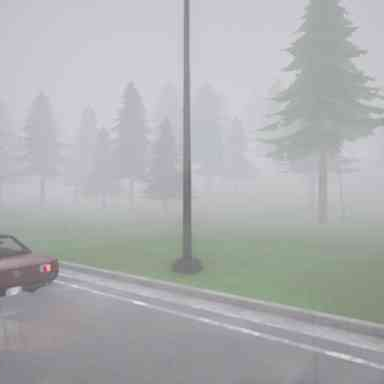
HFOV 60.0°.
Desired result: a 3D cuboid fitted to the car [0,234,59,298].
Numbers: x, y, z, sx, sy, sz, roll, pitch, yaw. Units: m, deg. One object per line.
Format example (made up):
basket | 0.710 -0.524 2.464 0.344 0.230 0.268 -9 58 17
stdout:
car | -5.238 1.626 7.699 4.718 1.301 1.895 0 0 35
